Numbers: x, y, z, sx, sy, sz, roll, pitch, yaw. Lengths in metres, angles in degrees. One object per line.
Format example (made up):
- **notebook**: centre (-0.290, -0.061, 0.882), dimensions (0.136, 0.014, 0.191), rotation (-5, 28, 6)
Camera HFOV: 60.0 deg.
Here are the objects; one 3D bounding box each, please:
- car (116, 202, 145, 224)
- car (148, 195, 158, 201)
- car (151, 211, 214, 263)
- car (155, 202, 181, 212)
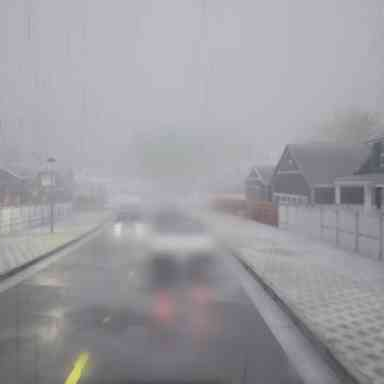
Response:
- **car**: centre (-4.728, 1.584, 25.766), dimensions (1.837, 1.490, 4.892), rotation (0, 0, -8)
- **car**: centre (-10.461, 1.861, 84.071), dimensions (1.994, 1.385, 4.181), rotation (0, 0, -2)
- **car**: centre (-0.406, 1.606, 12.049), dimensions (1.895, 1.301, 4.718), rotation (0, 0, -3)
- **car**: centre (-1.857, 1.552, 26.231), dimensions (2.128, 1.511, 4.902), rotation (0, 0, -7)
